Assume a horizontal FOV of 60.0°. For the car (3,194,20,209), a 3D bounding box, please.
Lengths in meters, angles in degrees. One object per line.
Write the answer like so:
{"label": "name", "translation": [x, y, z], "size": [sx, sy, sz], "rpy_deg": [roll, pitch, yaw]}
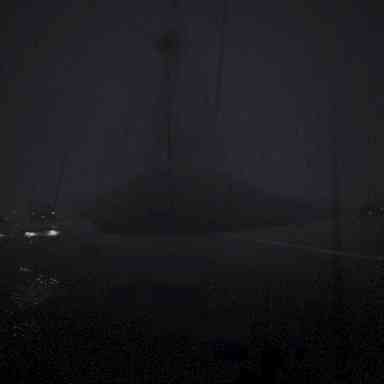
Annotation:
{"label": "car", "translation": [-24.729, 1.266, 45.275], "size": [2.150, 2.045, 5.566], "rpy_deg": [0, 0, -25]}

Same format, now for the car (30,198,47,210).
{"label": "car", "translation": [-20.749, 1.590, 45.044], "size": [1.994, 1.385, 4.181], "rpy_deg": [0, 0, -25]}

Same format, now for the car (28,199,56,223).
{"label": "car", "translation": [-11.861, 1.540, 26.385], "size": [1.812, 1.442, 4.674], "rpy_deg": [0, 0, -26]}

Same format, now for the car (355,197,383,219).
{"label": "car", "translation": [15.151, 1.392, 27.175], "size": [1.812, 1.442, 4.674], "rpy_deg": [0, 0, 41]}

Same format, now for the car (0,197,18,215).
{"label": "car", "translation": [-19.664, 1.588, 34.600], "size": [2.033, 1.411, 5.357], "rpy_deg": [0, 0, -26]}

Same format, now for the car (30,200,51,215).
{"label": "car", "translation": [-16.185, 1.584, 35.451], "size": [1.994, 1.385, 4.181], "rpy_deg": [0, 0, -26]}

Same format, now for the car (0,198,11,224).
{"label": "car", "translation": [-15.083, 1.512, 25.006], "size": [1.882, 1.535, 5.008], "rpy_deg": [0, 0, -25]}

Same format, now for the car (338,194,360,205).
{"label": "car", "translation": [24.600, 1.118, 52.146], "size": [2.097, 1.767, 4.553], "rpy_deg": [0, 0, 1]}

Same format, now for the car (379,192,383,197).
{"label": "car", "translation": [27.716, 0.986, 46.445], "size": [2.150, 2.045, 5.566], "rpy_deg": [0, 1, 8]}
